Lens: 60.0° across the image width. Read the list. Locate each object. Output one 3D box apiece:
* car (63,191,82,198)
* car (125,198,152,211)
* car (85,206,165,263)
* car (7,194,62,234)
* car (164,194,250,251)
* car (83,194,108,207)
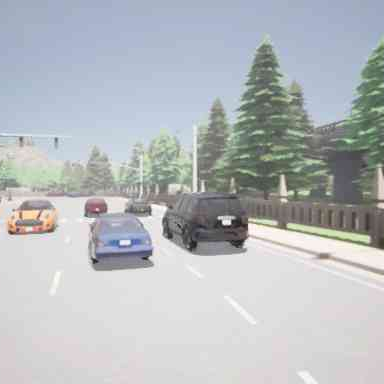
[{"bbox_3d":[-32.158,0.827,89.321,1.812,1.442,4.674,-1,1,-44],"label":"car"},{"bbox_3d":[-4.736,1.234,29.142,2.128,1.511,4.902,0,1,-18],"label":"car"},{"bbox_3d":[-2.650,1.447,11.732,2.033,1.411,5.357,0,1,-18],"label":"car"},{"bbox_3d":[-8.597,1.218,18.308,2.097,1.767,4.553,0,1,-18],"label":"car"},{"bbox_3d":[0.357,1.087,13.798,2.150,2.045,5.566,0,1,-18],"label":"car"},{"bbox_3d":[-8.423,1.238,29.159,1.882,1.535,5.008,0,1,-18],"label":"car"}]
